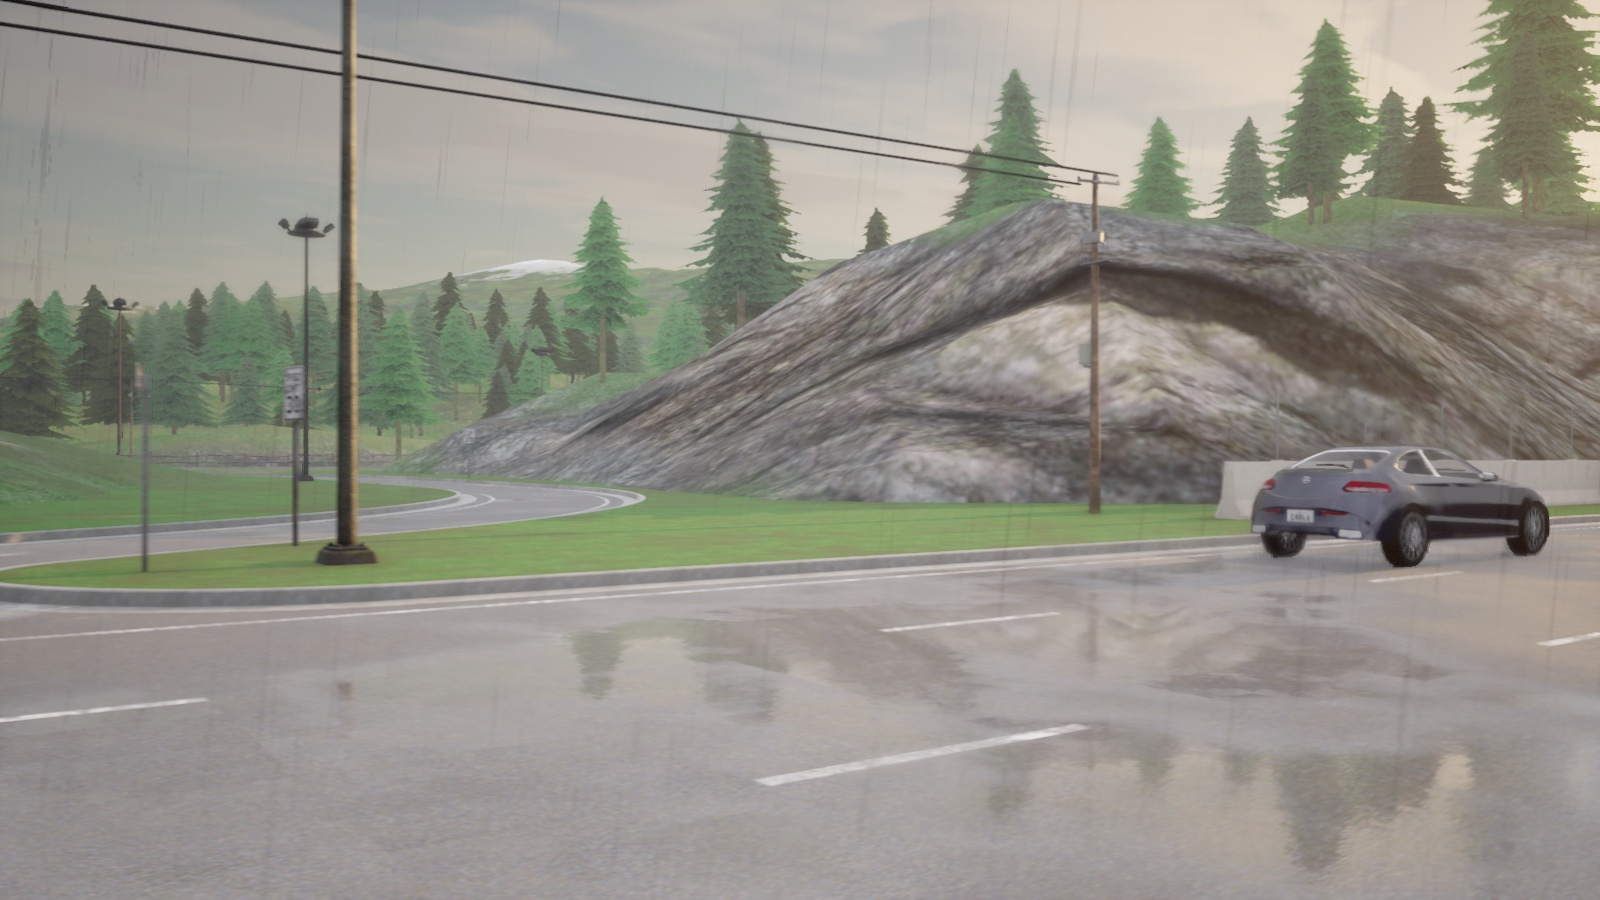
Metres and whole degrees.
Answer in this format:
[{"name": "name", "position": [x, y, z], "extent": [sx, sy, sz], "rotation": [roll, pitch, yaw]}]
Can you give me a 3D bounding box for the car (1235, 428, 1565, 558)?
[{"name": "car", "position": [8.835, 0.550, 18.338], "extent": [5.027, 1.651, 2.152], "rotation": [0, 0, -35]}]
